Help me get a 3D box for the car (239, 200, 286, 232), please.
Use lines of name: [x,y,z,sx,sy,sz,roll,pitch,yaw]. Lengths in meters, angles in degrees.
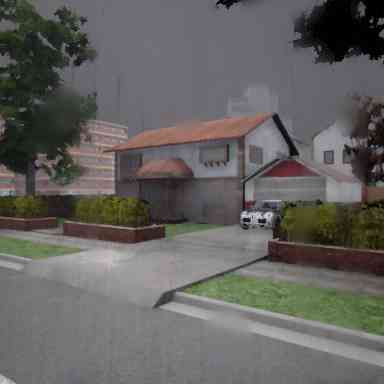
car: [4.066,1.168,17.411,1.970,1.475,3.806,0,0,36]
